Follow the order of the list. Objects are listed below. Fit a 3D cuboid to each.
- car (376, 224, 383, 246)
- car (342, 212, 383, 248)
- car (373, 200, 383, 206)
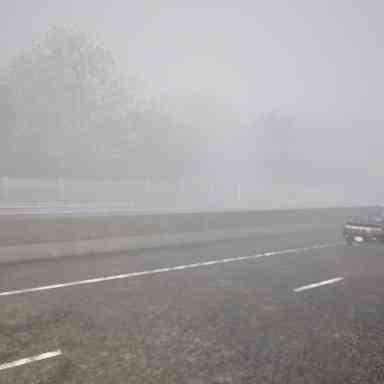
[{"bbox_3d":[7.568,1.626,9.236,5.357,1.411,2.033,0,0,-35],"label":"car"},{"bbox_3d":[8.330,1.594,14.055,4.902,1.511,2.128,1,0,-35],"label":"car"},{"bbox_3d":[29.552,1.918,50.917,4.892,1.490,1.837,0,0,-35],"label":"car"}]
